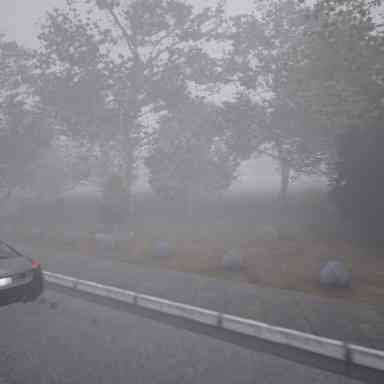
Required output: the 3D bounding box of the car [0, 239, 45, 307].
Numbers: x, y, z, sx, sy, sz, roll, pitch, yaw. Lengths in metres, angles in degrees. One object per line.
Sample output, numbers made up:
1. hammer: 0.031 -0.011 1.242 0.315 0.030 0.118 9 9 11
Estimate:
1. car: -5.064 1.614 7.191 4.181 1.385 1.994 0 0 36
